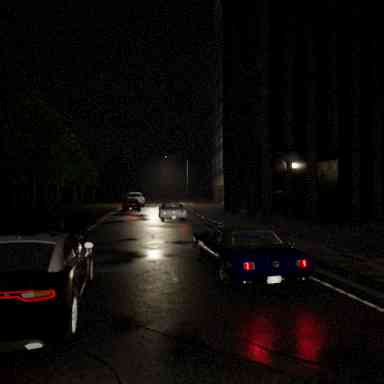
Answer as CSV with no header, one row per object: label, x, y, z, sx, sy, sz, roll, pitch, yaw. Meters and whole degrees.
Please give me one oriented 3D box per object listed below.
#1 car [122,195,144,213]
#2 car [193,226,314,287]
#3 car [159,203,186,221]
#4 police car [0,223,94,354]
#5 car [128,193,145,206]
car,-6.478,1.410,35.930,1.837,1.490,4.892,0,0,-6
car,1.334,1.590,9.331,1.895,1.301,4.718,0,0,-11
car,-1.671,1.543,26.548,1.895,1.301,4.718,0,0,-9
police car,-3.041,1.423,6.451,1.930,1.638,5.238,0,0,-12
car,-7.789,1.086,46.302,2.150,2.045,5.566,0,0,-4
